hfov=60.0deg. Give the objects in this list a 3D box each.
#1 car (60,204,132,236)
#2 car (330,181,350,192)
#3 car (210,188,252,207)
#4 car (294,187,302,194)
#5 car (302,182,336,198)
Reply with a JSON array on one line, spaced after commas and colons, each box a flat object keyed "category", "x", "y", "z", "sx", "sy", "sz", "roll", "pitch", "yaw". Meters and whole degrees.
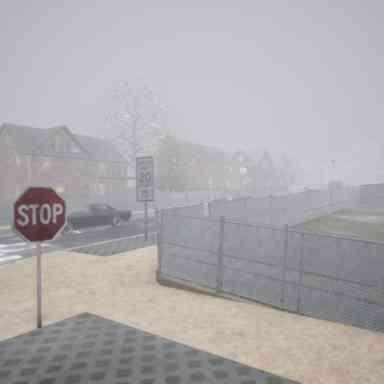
[{"category": "car", "x": -5.395, "y": 1.283, "z": 16.699, "sx": 1.895, "sy": 1.301, "sz": 4.718, "roll": -1, "pitch": 1, "yaw": 38}, {"category": "car", "x": 21.181, "y": -0.606, "z": 47.935, "sx": 2.150, "sy": 2.045, "sz": 5.566, "roll": -1, "pitch": 1, "yaw": 36}, {"category": "car", "x": 3.391, "y": 0.499, "z": 28.578, "sx": 2.097, "sy": 1.767, "sz": 4.553, "roll": -2, "pitch": 1, "yaw": 35}, {"category": "car", "x": 15.098, "y": 0.017, "z": 44.327, "sx": 1.994, "sy": 1.385, "sz": 4.181, "roll": -1, "pitch": 1, "yaw": 37}, {"category": "car", "x": 15.285, "y": -0.006, "z": 39.846, "sx": 1.882, "sy": 1.535, "sz": 5.008, "roll": -1, "pitch": 1, "yaw": 37}]
